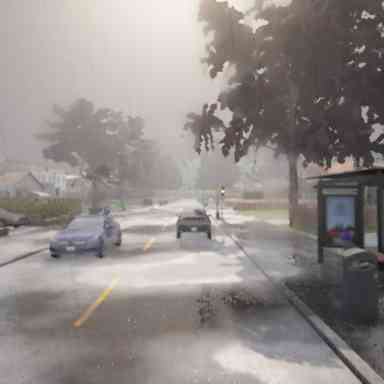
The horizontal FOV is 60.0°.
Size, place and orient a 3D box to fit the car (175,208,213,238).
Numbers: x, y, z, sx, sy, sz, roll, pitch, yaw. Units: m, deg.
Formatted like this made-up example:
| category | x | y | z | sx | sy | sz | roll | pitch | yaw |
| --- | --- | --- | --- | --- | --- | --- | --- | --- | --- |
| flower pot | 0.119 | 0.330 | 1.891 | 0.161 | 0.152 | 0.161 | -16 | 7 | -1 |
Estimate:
| category | x | y | z | sx | sy | sz | roll | pitch | yaw |
| --- | --- | --- | --- | --- | --- | --- | --- | --- | --- |
| car | 0.104 | 1.697 | 18.953 | 1.837 | 1.490 | 4.892 | 0 | -2 | 0 |

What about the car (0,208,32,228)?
| category | x | y | z | sx | sy | sz | roll | pitch | yaw |
| --- | --- | --- | --- | --- | --- | --- | --- | --- | --- |
| car | -12.880 | 1.571 | 20.571 | 5.357 | 1.415 | 2.033 | 0 | -1 | 3 |

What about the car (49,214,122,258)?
| category | x | y | z | sx | sy | sz | roll | pitch | yaw |
| --- | --- | --- | --- | --- | --- | --- | --- | --- | --- |
| car | -4.073 | 1.667 | 13.499 | 1.812 | 1.442 | 4.674 | 0 | 0 | 0 |
